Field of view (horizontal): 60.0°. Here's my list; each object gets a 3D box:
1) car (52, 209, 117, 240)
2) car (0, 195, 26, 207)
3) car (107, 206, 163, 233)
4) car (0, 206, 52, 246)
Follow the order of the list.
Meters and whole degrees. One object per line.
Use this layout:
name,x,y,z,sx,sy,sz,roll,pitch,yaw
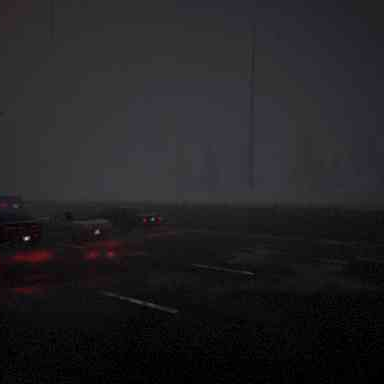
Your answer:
car,-6.260,1.617,16.933,4.718,1.301,1.895,0,0,36
car,-16.440,1.259,28.493,5.566,2.045,2.150,0,0,36
car,-4.204,1.564,19.765,5.357,1.411,2.033,0,0,36
car,-8.269,1.517,14.066,4.892,1.490,1.837,0,0,36
